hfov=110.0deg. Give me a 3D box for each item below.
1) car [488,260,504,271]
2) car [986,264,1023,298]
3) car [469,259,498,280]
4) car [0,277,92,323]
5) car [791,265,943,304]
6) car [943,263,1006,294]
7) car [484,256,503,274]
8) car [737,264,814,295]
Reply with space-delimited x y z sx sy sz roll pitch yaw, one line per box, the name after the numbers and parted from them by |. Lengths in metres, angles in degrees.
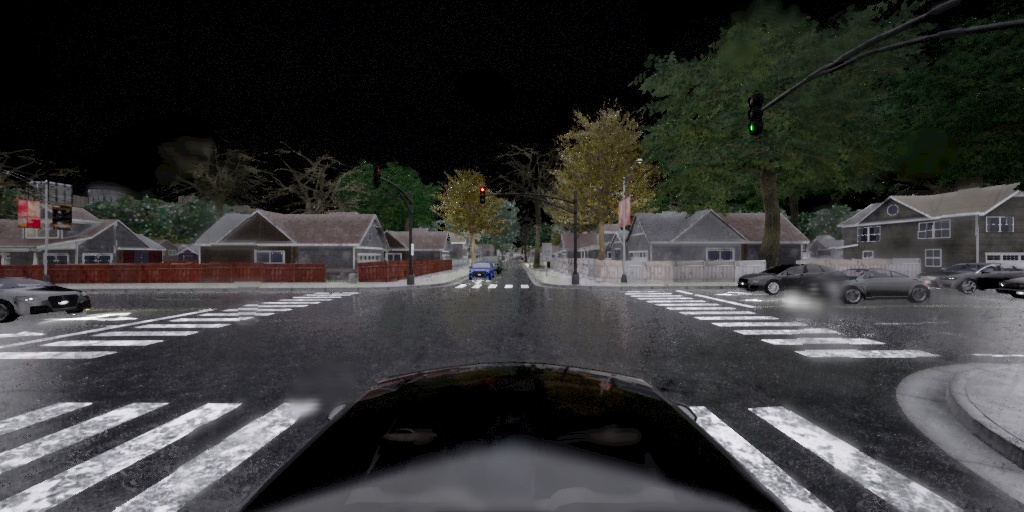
-2.265 1.330 51.981 2.033 1.411 5.357 0 0 1 | car
23.954 1.149 14.939 5.357 1.411 2.033 0 0 1 | car
-2.592 1.241 31.429 1.882 1.535 5.008 0 0 1 | car
-17.117 1.407 12.146 4.181 1.385 1.994 0 0 1 | car
14.717 1.217 15.087 4.181 1.385 1.994 0 0 1 | car
23.593 1.093 18.197 4.902 1.511 2.128 0 0 1 | car
-2.397 0.993 41.665 2.150 2.045 5.566 0 0 1 | car
14.263 1.158 18.335 4.892 1.490 1.837 0 0 2 | car
